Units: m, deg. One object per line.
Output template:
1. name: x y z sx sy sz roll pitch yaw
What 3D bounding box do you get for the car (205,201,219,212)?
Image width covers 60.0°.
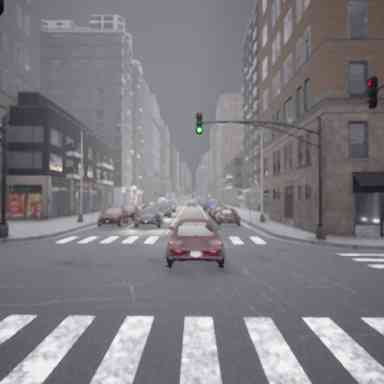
1. car: 2.659 1.981 36.638 1.802 1.307 4.206 1 -1 0

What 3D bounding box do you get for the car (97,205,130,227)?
1. car: -5.861 1.820 25.297 1.887 1.381 4.507 1 -1 0

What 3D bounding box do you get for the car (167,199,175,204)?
1. car: -5.891 2.576 93.367 1.887 1.381 4.507 1 -1 0

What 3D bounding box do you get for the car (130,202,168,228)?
1. car: -3.107 1.777 24.918 1.837 1.490 4.892 0 -1 0

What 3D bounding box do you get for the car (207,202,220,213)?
1. car: 2.662 1.919 30.964 1.802 1.307 4.206 1 -1 0

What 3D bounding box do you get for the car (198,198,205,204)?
1. car: 2.636 2.559 93.538 1.752 1.417 4.829 1 -1 0

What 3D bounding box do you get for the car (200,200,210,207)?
1. car: 2.645 2.344 70.676 1.947 1.339 4.313 1 -1 0

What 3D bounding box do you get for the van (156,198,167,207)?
1. van: -5.876 2.056 65.007 1.690 1.788 3.998 1 -1 0

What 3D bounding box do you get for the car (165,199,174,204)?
1. car: -5.888 2.535 87.695 1.947 1.339 4.313 1 -1 0

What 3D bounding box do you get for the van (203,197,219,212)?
1. van: 2.659 1.803 42.313 1.690 1.788 3.998 1 -1 0

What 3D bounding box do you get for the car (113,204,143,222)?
1. car: -5.863 1.882 30.970 1.887 1.381 4.507 1 -1 0

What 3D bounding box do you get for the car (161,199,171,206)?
1. car: -5.883 2.393 76.350 2.008 1.369 4.403 1 -1 0

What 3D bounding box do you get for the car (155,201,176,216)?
1. car: -3.105 1.944 34.881 1.994 1.385 4.181 0 -1 0

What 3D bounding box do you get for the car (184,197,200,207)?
1. car: -0.028 2.263 65.022 2.033 1.411 5.357 0 -1 0

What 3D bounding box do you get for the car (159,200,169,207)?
1. car: -5.881 2.361 70.677 1.802 1.307 4.206 1 -1 0

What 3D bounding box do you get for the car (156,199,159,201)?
1. car: -5.871 2.107 47.987 1.802 1.307 4.206 1 -1 0

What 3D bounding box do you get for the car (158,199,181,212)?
1. car: -3.054 2.043 45.319 2.033 1.411 5.357 0 -1 1

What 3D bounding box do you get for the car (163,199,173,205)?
1. car: -5.886 2.472 82.022 1.947 1.339 4.313 1 -1 0

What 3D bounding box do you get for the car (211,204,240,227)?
1. car: 2.665 1.857 25.291 1.802 1.307 4.206 1 -1 0

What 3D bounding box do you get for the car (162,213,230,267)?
1. car: 0.107 1.674 11.883 1.812 1.442 4.674 1 -1 0

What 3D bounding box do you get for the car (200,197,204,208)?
1. car: 2.657 1.839 47.986 2.192 1.841 5.009 1 -1 0
